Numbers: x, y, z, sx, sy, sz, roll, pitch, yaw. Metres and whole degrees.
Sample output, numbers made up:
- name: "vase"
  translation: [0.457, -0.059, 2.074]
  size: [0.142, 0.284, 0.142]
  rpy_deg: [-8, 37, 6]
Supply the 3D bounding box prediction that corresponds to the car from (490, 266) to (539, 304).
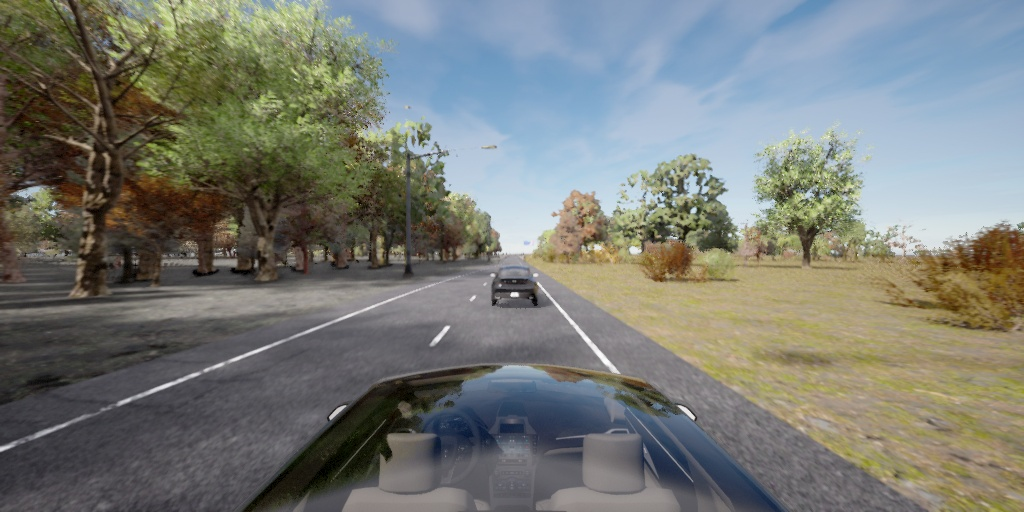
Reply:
- name: "car"
  translation: [0.098, 1.156, 15.522]
  size: [1.837, 1.490, 4.892]
  rpy_deg: [0, 0, 0]
